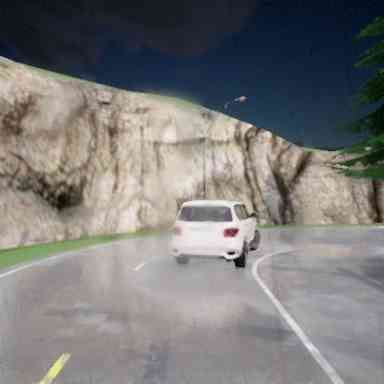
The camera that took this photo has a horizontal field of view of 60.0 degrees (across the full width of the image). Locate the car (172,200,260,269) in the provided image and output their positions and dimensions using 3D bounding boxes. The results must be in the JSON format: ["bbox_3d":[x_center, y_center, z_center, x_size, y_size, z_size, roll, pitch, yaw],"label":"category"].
[{"bbox_3d":[1.021,1.302,11.818,2.150,2.045,5.566,0,-1,16],"label":"car"}]
